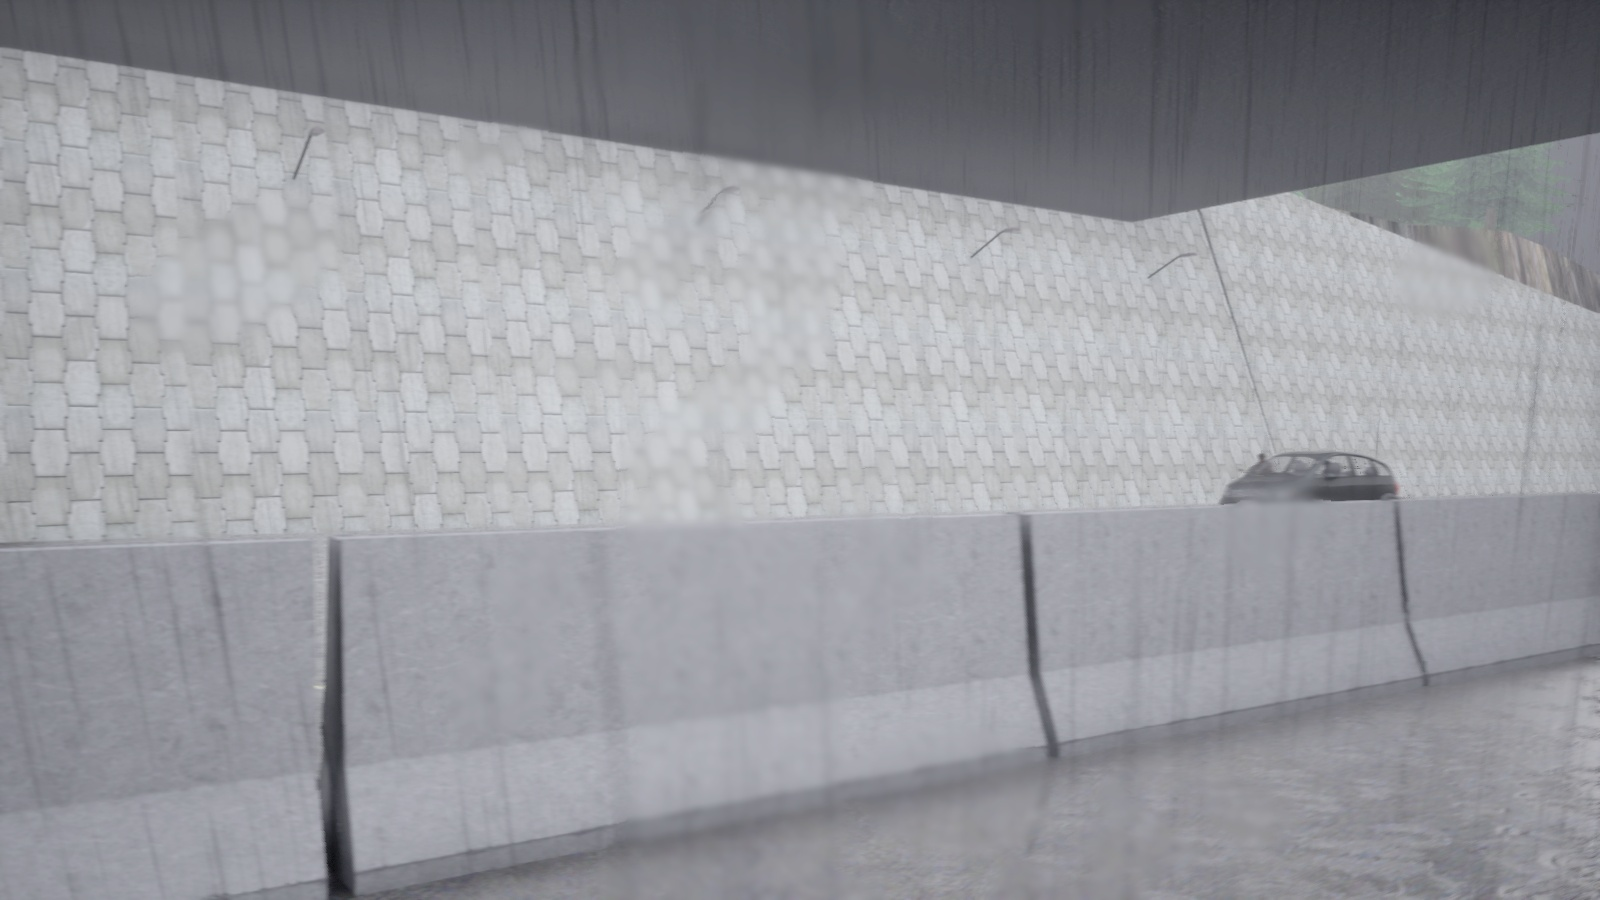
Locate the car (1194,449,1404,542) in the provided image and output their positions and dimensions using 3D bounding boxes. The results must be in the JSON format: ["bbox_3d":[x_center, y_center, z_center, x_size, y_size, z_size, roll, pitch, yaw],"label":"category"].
[{"bbox_3d":[9.071,0.760,22.776,3.705,1.549,1.789,0,0,-35],"label":"car"}]
